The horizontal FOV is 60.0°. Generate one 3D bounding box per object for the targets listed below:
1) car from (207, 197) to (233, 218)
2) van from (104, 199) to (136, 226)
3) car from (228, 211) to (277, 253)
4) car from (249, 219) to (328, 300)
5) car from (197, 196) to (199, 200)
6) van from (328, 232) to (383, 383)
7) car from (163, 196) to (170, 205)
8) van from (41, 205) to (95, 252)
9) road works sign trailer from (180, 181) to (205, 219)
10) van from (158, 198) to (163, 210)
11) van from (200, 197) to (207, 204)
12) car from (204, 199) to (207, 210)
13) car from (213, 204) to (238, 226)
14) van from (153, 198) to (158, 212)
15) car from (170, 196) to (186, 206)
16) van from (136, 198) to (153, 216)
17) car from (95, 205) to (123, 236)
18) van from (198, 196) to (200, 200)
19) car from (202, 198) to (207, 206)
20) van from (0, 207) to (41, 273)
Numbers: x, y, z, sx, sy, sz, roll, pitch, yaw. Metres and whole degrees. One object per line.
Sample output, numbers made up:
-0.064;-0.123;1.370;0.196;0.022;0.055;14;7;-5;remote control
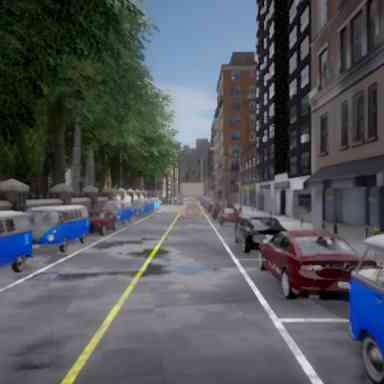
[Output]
2.864;1.597;31.126;2.192;1.841;5.009;0;0;0;car
-5.662;1.575;25.451;1.690;1.788;3.998;0;0;0;van
2.859;1.699;14.143;1.947;1.339;4.313;0;-1;0;car
2.858;1.626;8.484;1.887;1.381;4.507;0;-1;0;car
2.882;2.235;82.067;1.947;1.339;4.313;0;0;0;car
2.855;1.369;2.826;1.690;1.788;3.998;0;-1;0;van
-5.645;1.945;76.371;2.192;1.841;5.009;0;0;0;car
-5.667;1.474;14.136;1.690;1.788;3.998;0;-1;0;van
0.011;0.755;32.089;2.380;3.560;2.880;0;0;0;road works sign trailer
-5.655;1.761;48.082;1.690;1.788;3.998;0;0;0;van
2.874;1.848;59.428;1.690;1.788;3.998;0;0;0;van
2.869;1.920;42.445;1.887;1.381;4.507;0;0;0;car
2.863;1.816;25.464;1.802;1.307;4.206;0;0;0;car
-5.657;1.716;42.424;1.690;1.788;3.998;0;0;0;van
-2.978;2.112;70.998;2.128;1.511;4.902;0;0;0;car
-5.658;1.670;36.767;1.690;1.788;3.998;0;0;0;van
-5.664;1.729;19.792;1.887;1.381;4.507;0;-1;0;car
2.880;1.971;76.409;1.690;1.788;3.998;0;0;0;van
2.873;2.046;53.766;1.802;1.307;4.206;0;0;0;car
-5.669;1.422;8.479;1.690;1.788;3.998;0;-1;0;van
